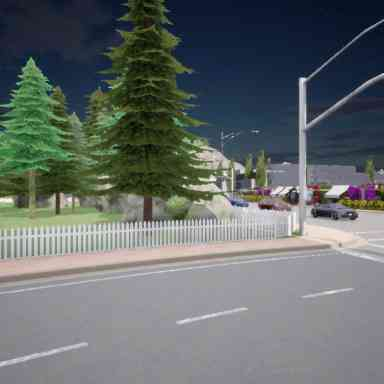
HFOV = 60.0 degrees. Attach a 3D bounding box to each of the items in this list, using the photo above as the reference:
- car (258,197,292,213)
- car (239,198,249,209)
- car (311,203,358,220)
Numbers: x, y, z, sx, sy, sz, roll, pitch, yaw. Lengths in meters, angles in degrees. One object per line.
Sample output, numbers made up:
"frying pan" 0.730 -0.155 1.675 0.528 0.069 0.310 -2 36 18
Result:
"car" 9.312 1.408 37.707 2.097 1.767 4.553 0 0 -16
"car" 6.382 1.533 47.601 1.882 1.535 5.008 0 0 -17
"car" 12.066 1.619 28.416 1.994 1.385 4.181 0 0 -16
